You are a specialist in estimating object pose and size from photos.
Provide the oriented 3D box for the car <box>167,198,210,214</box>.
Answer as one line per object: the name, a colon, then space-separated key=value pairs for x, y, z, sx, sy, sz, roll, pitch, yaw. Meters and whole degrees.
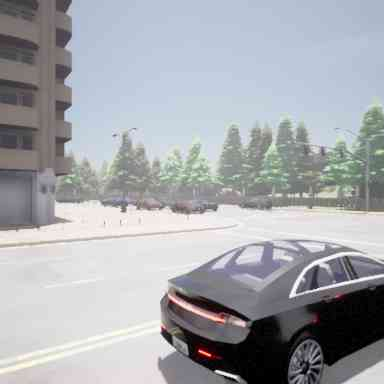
car: x=-0.429 y=1.542 z=34.908 sx=1.994 sy=1.385 sz=4.181 roll=0 pitch=0 yaw=-35

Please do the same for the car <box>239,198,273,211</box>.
car: x=7.946 y=1.488 z=41.648 sx=2.128 sy=1.511 sz=4.902 roll=0 pitch=0 yaw=-35

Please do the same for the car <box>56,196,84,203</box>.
car: x=-24.033 y=1.523 z=65.581 sx=5.357 sy=1.411 sz=2.033 roll=0 pitch=0 yaw=15

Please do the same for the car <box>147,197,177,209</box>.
car: x=-4.207 y=1.489 z=46.230 sx=1.837 sy=1.490 sz=4.892 roll=0 pitch=0 yaw=-37

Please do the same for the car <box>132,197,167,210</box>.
car: x=-5.467 y=1.504 z=42.071 sx=1.812 sy=1.442 sz=4.674 roll=0 pitch=0 yaw=-36

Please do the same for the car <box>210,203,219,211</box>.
car: x=1.039 y=1.585 z=38.949 sx=1.895 sy=1.301 sz=4.718 roll=0 pitch=0 yaw=-35

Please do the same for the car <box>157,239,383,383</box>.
car: x=1.851 y=1.499 z=5.107 sx=4.902 sy=1.511 sz=2.128 roll=0 pitch=0 yaw=-35

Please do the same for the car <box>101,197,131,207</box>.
car: x=-11.644 y=1.579 z=49.936 sx=1.895 sy=1.301 sz=4.718 roll=0 pitch=0 yaw=-45
